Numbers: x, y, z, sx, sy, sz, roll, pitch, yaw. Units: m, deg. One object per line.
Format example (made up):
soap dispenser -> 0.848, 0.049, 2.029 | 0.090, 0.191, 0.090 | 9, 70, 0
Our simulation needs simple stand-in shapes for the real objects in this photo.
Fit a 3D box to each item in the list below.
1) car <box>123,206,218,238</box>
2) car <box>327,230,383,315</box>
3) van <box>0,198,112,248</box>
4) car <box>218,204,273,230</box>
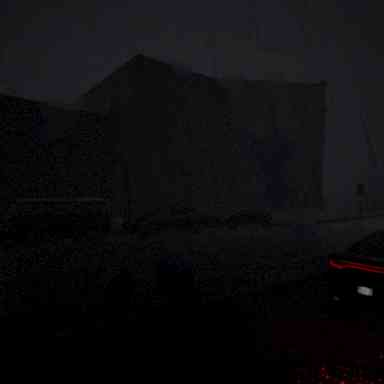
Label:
car -> -1.312, 1.497, 17.754 | 4.792, 1.488, 2.163 | 0, 0, -36
car -> 4.859, 1.482, 6.904 | 5.008, 1.535, 1.882 | 0, 0, -35
van -> -5.872, 1.237, 14.483 | 4.442, 1.987, 1.878 | 0, 0, -36
car -> 3.145, 1.512, 20.969 | 4.674, 1.452, 2.002 | 0, -2, -36
